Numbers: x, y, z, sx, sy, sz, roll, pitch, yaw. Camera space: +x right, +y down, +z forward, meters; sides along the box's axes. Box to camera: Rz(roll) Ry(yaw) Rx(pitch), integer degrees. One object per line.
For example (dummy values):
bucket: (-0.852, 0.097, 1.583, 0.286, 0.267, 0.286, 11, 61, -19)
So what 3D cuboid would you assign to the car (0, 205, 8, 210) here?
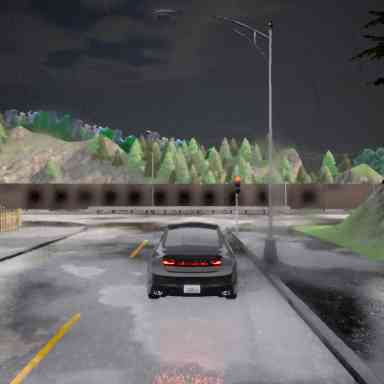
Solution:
car: (-17.445, 1.352, 27.099, 4.553, 1.767, 2.097, 0, 0, 0)

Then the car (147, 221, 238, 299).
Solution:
car: (0.025, 1.505, 8.429, 1.837, 1.490, 4.892, 0, 0, 1)
